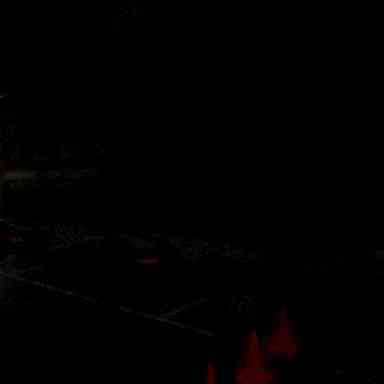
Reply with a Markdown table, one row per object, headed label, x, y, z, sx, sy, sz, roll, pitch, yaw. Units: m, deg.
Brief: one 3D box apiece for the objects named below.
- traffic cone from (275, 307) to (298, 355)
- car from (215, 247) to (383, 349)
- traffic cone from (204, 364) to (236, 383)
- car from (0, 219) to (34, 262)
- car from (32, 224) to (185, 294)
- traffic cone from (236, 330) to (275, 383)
| label | x | y | z | sx | sy | sz | roll | pitch | yaw |
| --- | --- | --- | --- | --- | --- | --- | --- | --- | --- |
| traffic cone | 1.328 | 1.980 | 4.849 | 0.340 | 0.580 | 0.340 | 0 | 0 | 35 |
| car | 2.500 | 1.575 | 5.406 | 4.507 | 1.381 | 1.887 | 0 | 0 | 35 |
| traffic cone | 0.169 | 1.970 | 3.219 | 0.340 | 0.580 | 0.340 | 0 | 0 | 35 |
| car | -6.729 | 1.607 | 11.963 | 4.206 | 1.307 | 1.802 | 0 | 0 | 35 |
| car | -2.114 | 1.610 | 8.685 | 4.206 | 1.307 | 1.802 | 0 | 0 | 35 |
| traffic cone | 0.748 | 1.975 | 4.034 | 0.340 | 0.580 | 0.340 | 0 | 0 | 35 |
